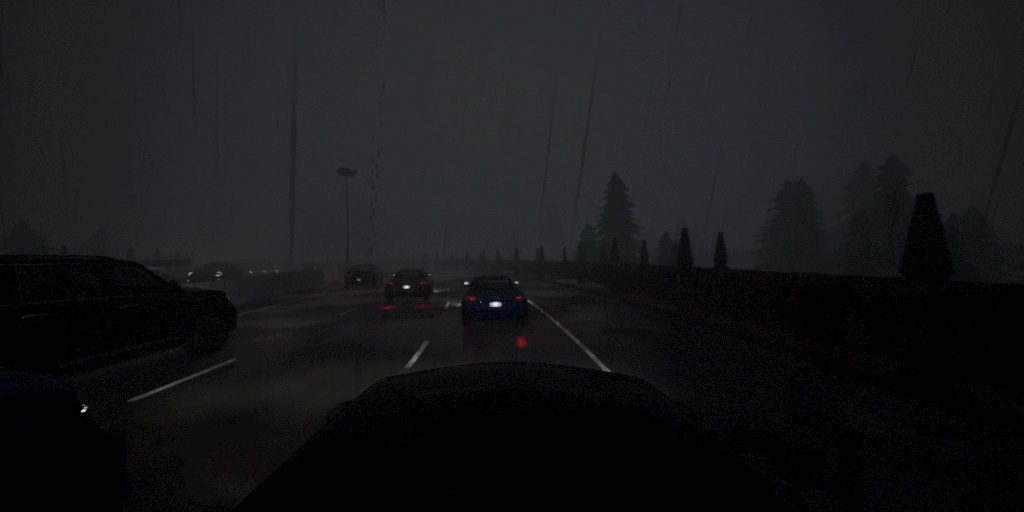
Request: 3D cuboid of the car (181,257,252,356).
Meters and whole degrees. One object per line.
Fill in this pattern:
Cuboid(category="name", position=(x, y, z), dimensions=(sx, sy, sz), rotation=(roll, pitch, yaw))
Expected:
Cuboid(category="car", position=(-7.105, 1.000, 5.555), dimensions=(2.150, 2.045, 5.566), rotation=(0, 0, -2))

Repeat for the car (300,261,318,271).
Cuboid(category="car", position=(-26.785, 1.456, 47.274), dimensions=(1.882, 1.535, 5.008), rotation=(0, 0, -30))

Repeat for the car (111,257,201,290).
Cuboid(category="car", position=(-24.783, 1.116, 25.331), dimensions=(2.150, 2.045, 5.566), rotation=(0, 0, -17))

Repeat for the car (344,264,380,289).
Cuboid(category="car", position=(-9.796, 1.284, 24.034), dimensions=(1.882, 1.535, 5.008), rotation=(0, 0, -13))

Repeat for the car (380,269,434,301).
Cuboid(category="car", position=(-4.978, 1.339, 17.771), dimensions=(1.994, 1.385, 4.181), rotation=(0, 0, -9))

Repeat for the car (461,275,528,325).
Cuboid(category="car", position=(-0.658, 1.316, 11.946), dimensions=(1.994, 1.385, 4.181), rotation=(0, 0, -6))

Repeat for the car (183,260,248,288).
Cuboid(category="car", position=(-21.439, 1.229, 26.162), dimensions=(2.097, 1.767, 4.553), rotation=(0, 0, -18))
